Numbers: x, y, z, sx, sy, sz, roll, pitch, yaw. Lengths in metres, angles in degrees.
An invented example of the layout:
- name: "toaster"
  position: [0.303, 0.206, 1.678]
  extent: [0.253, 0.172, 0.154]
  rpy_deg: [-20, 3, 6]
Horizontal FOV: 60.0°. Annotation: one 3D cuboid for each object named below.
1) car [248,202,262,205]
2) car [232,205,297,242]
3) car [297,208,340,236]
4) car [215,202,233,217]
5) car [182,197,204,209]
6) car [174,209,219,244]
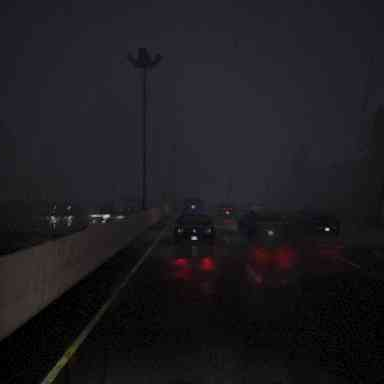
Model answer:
- name: "car"
  position: [7.118, 1.907, 37.475]
  extent: [1.812, 1.442, 4.674]
  rpy_deg: [0, 0, 0]
- name: "car"
  position: [3.609, 1.673, 17.609]
  extent: [2.128, 1.511, 4.902]
  rpy_deg: [0, 0, 0]
- name: "car"
  position: [7.110, 1.710, 19.882]
  extent: [1.837, 1.490, 4.892]
  rpy_deg: [0, 0, 0]
- name: "car"
  position: [3.618, 1.874, 36.089]
  extent: [1.837, 1.490, 4.892]
  rpy_deg: [0, 0, 0]
- name: "car"
  position: [0.116, 1.579, 34.959]
  extent: [2.150, 2.045, 5.566]
  rpy_deg: [0, 0, 0]
- name: "car"
  position: [0.108, 1.774, 16.936]
  extent: [1.895, 1.301, 4.718]
  rpy_deg: [0, -1, 0]
